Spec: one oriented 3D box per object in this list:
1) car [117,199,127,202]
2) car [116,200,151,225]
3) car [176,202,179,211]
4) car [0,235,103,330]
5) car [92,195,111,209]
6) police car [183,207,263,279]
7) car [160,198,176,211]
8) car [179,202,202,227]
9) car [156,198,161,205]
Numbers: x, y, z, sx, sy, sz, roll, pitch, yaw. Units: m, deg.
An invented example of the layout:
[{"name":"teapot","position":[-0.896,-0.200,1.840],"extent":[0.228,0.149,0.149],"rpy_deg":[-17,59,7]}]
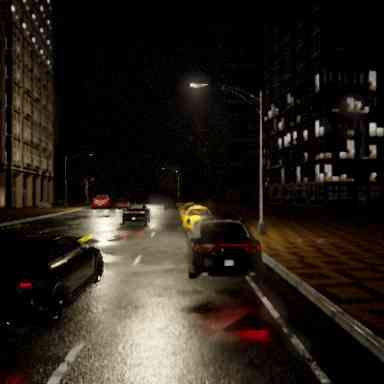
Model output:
[{"name":"car","position":[-10.164,1.788,49.389],"extent":[1.812,1.442,4.674],"rpy_deg":[0,0,-8]},{"name":"car","position":[-4.153,1.620,25.156],"extent":[2.128,1.511,4.902],"rpy_deg":[0,0,-4]},{"name":"car","position":[-0.084,1.590,26.716],"extent":[1.801,1.575,5.366],"rpy_deg":[0,0,-4]},{"name":"car","position":[-3.287,1.601,7.125],"extent":[1.994,1.385,4.181],"rpy_deg":[0,0,-1]},{"name":"car","position":[-13.521,1.493,50.023],"extent":[2.150,2.045,5.566],"rpy_deg":[0,-1,-8]},{"name":"police car","position":[0.794,1.477,10.407],"extent":[1.930,1.638,5.238],"rpy_deg":[0,0,-2]},{"name":"car","position":[-2.889,1.782,45.374],"extent":[2.033,1.411,5.357],"rpy_deg":[0,0,-7]},{"name":"car","position":[0.326,1.559,20.635],"extent":[1.801,1.575,5.366],"rpy_deg":[0,0,-3]},{"name":"car","position":[-6.014,1.879,65.679],"extent":[1.812,1.442,4.674],"rpy_deg":[0,0,-11]}]
